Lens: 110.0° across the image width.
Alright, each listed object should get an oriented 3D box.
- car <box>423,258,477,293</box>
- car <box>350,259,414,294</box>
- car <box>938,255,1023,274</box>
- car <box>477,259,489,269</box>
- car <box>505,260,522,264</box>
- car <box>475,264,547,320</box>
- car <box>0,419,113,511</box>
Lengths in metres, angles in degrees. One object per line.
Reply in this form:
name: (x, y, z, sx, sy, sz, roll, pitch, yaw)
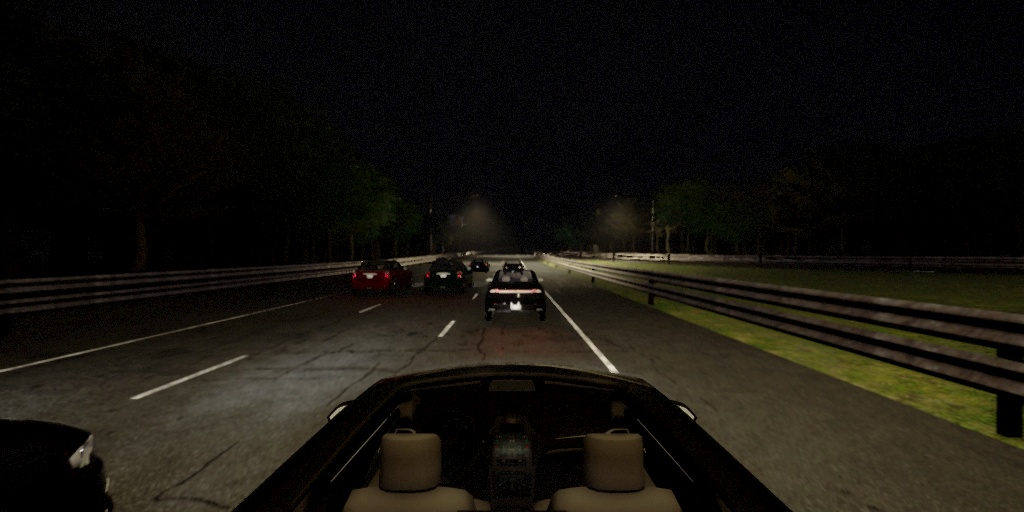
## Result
car: (-3.392, 0.996, 19.853, 2.097, 1.767, 4.553, 0, 0, 0)
car: (-6.892, 0.999, 19.516, 2.097, 1.767, 4.553, 0, 0, 0)
car: (38.626, 0.637, 29.324, 4.792, 1.488, 2.163, 1, 0, 42)
car: (-3.385, 0.982, 37.202, 1.994, 1.385, 4.181, 0, 1, 0)
car: (0.116, 1.056, 35.046, 1.895, 1.301, 4.718, 0, 1, 0)
car: (0.105, 1.186, 12.316, 2.128, 1.511, 4.902, 0, 0, 0)
car: (-3.401, 1.248, 0.156, 2.128, 1.511, 4.902, 0, 0, 0)
